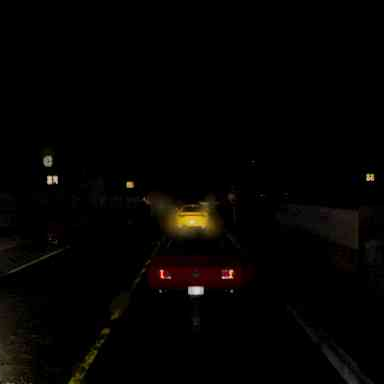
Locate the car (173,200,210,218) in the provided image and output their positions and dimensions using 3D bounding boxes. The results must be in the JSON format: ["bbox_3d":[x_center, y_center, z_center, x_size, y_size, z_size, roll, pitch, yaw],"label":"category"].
[{"bbox_3d":[0.078,1.479,20.439,1.882,1.535,5.008,0,0,1],"label":"car"}]

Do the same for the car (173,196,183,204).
[{"bbox_3d":[-2.904,1.663,69.233,1.812,1.442,4.674,0,0,0],"label":"car"}]

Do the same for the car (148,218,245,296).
[{"bbox_3d":[0.078,1.598,8.591,1.895,1.301,4.718,0,0,0],"label":"car"}]

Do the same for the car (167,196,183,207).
[{"bbox_3d":[-2.953,1.561,52.819,2.128,1.511,4.902,0,0,0],"label":"car"}]
